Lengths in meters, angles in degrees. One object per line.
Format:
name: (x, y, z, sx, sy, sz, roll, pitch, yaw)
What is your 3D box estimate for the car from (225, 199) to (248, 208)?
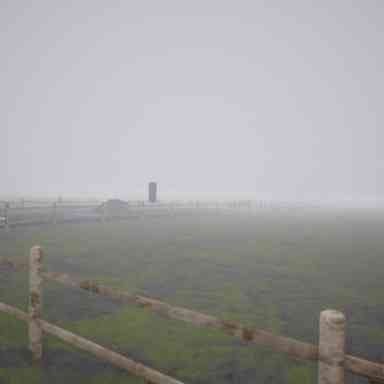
car: (7.467, 1.893, 54.742, 2.033, 1.411, 5.357, 1, 0, 36)

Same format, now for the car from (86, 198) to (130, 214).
car: (-8.219, 1.343, 32.866, 1.812, 1.442, 4.674, 1, 0, 36)
